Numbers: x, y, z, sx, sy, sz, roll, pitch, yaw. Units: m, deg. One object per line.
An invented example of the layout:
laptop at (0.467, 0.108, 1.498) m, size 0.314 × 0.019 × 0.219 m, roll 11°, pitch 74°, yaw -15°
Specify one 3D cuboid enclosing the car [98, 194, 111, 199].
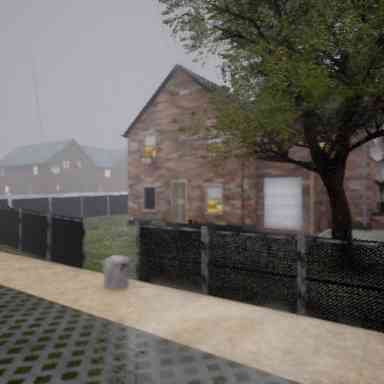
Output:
car at (-9.091, 0.976, 34.233) m, size 1.812 × 1.442 × 4.674 m, roll 0°, pitch 2°, yaw 33°
